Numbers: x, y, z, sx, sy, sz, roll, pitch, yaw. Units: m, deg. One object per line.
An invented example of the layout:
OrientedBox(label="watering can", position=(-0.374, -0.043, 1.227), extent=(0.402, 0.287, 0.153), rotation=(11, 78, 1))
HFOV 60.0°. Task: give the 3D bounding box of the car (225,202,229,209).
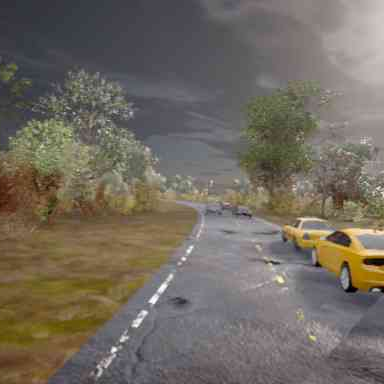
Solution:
OrientedBox(label="car", position=(5.551, 2.373, 55.561), extent=(1.812, 1.442, 4.674), rotation=(3, -1, -3))

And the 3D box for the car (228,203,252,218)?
OrientedBox(label="car", position=(5.826, 2.234, 39.243), extent=(2.033, 1.411, 5.357), rotation=(3, -1, 0))

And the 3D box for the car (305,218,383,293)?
OrientedBox(label="car", position=(4.953, 1.809, 9.712), extent=(1.882, 1.535, 5.008), rotation=(3, -1, 6))

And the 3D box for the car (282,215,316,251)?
OrientedBox(label="car", position=(5.553, 1.880, 15.920), extent=(1.801, 1.575, 5.366), rotation=(3, -1, 5))

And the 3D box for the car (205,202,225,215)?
OrientedBox(label="car", position=(2.695, 2.079, 42.026), extent=(1.837, 1.490, 4.892), rotation=(3, -1, 0))
